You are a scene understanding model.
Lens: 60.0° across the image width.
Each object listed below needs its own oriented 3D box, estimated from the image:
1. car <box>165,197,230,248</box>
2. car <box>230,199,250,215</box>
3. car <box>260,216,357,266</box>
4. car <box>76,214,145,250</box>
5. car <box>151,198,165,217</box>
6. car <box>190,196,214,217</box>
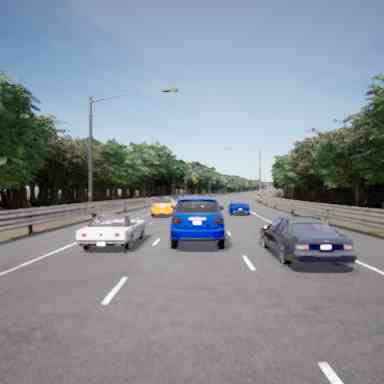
[{"bbox_3d":[0.267,1.214,14.822,2.150,2.045,5.566,0,0,2],"label":"car"},{"bbox_3d":[4.667,1.433,33.451,1.882,1.535,5.008,0,0,4],"label":"car"},{"bbox_3d":[3.682,1.535,11.509,2.033,1.411,5.357,0,0,1],"label":"car"},{"bbox_3d":[-3.246,1.602,14.333,1.895,1.301,4.718,0,0,1],"label":"car"},{"bbox_3d":[-2.464,1.326,31.519,2.097,1.767,4.553,0,0,4],"label":"car"},{"bbox_3d":[1.045,1.319,31.582,2.097,1.767,4.553,0,0,4],"label":"car"}]
